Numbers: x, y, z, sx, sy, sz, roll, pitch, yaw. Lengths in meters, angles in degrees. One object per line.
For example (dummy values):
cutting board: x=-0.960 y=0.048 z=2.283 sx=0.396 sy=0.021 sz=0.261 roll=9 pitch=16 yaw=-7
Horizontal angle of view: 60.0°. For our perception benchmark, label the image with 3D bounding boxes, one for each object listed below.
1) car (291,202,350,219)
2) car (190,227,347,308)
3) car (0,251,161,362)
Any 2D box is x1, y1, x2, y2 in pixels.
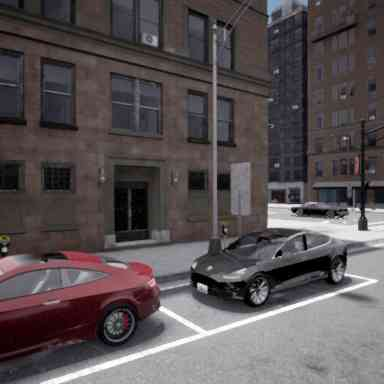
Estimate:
car: x=11.070 y=1.569 z=28.909 sx=1.895 sy=1.301 sz=4.718 roll=0 pitch=0 yaw=-36
car: x=1.981 y=1.563 z=7.947 sx=4.313 sy=1.339 sz=1.947 roll=0 pitch=0 yaw=-35
car: x=-2.457 y=1.582 z=4.782 sx=4.206 sy=1.307 sz=1.802 roll=0 pitch=0 yaw=-35
